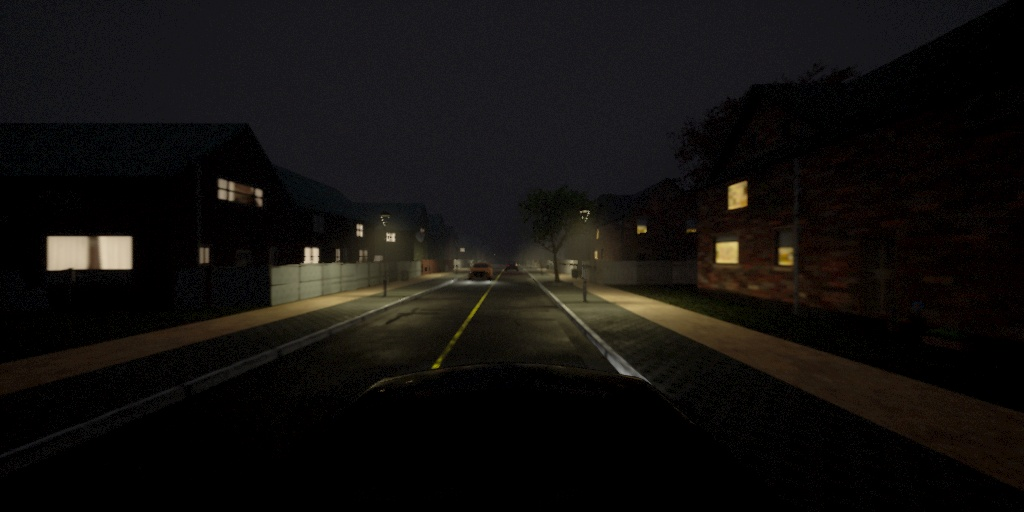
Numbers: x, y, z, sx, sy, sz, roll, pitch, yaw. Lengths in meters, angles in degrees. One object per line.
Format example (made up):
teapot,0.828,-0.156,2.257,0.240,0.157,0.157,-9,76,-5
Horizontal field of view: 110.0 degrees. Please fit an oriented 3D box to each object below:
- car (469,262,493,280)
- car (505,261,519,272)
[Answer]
car,-2.767,1.318,32.632,1.882,1.535,5.008,0,-1,0
car,-0.018,1.483,51.734,1.812,1.442,4.674,0,0,0
